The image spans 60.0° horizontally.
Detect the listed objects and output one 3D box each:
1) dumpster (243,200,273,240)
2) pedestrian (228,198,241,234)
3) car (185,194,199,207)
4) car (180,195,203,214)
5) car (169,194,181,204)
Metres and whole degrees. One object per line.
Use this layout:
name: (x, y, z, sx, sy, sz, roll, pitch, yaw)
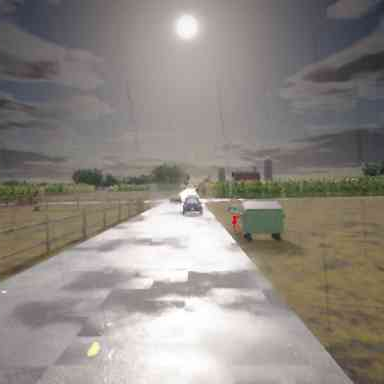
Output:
dumpster: (3.125, 1.288, 15.942, 1.020, 1.700, 1.940, 0, 1, 0)
pedestrian: (2.176, 1.173, 16.771, 0.375, 1.860, 0.375, 0, 1, -15)
car: (0.045, 1.132, 45.176, 1.882, 1.535, 5.008, 0, 0, 1)
car: (0.058, 1.291, 31.638, 1.812, 1.442, 4.674, 0, 1, 0)
car: (-2.671, 1.060, 53.972, 1.882, 1.535, 5.008, 0, 0, 1)
